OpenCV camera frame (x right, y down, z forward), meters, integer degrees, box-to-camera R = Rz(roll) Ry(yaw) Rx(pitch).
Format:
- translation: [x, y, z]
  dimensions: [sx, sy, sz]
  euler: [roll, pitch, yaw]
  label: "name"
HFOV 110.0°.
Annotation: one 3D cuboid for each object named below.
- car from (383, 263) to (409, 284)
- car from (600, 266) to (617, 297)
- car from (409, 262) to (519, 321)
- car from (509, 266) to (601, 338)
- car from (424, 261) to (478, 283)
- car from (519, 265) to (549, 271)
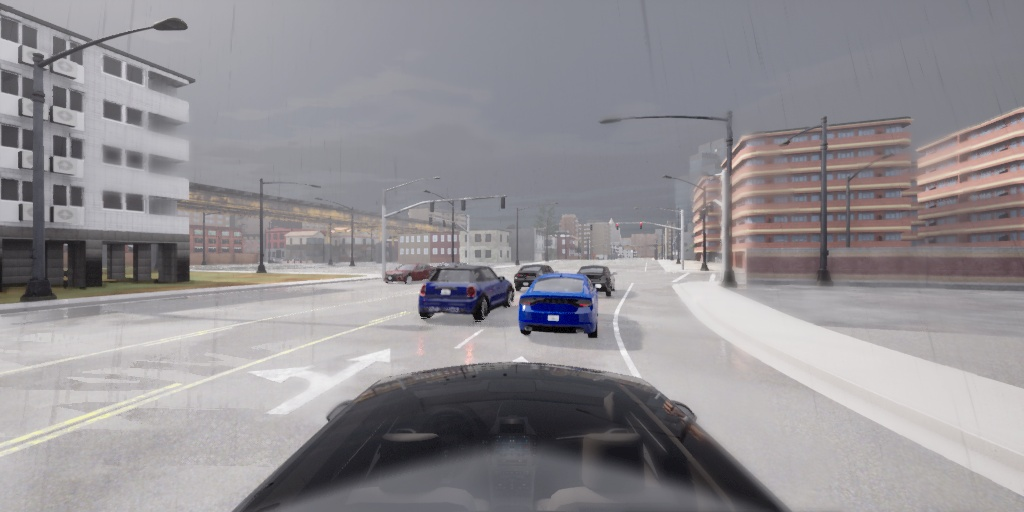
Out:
- translation: [-7.606, 1.273, 27.303]
  dimensions: [1.882, 1.535, 5.008]
  euler: [0, 0, 21]
  label: "car"
- translation: [4.475, 1.255, 19.268]
  dimensions: [1.837, 1.490, 4.892]
  euler: [0, 0, 20]
  label: "car"
- translation: [-1.419, 1.103, 12.767]
  dimensions: [2.097, 1.767, 4.553]
  euler: [0, 0, 15]
  label: "car"
- translation: [1.516, 1.228, 10.356]
  dimensions: [1.882, 1.535, 5.008]
  euler: [0, 0, 14]
  label: "car"
- translation: [-4.335, 1.108, 26.059]
  dimensions: [1.994, 1.385, 4.181]
  euler: [0, 0, 21]
  label: "car"
- translation: [1.571, 1.255, 21.432]
  dimensions: [1.837, 1.490, 4.892]
  euler: [0, 0, 20]
  label: "car"
